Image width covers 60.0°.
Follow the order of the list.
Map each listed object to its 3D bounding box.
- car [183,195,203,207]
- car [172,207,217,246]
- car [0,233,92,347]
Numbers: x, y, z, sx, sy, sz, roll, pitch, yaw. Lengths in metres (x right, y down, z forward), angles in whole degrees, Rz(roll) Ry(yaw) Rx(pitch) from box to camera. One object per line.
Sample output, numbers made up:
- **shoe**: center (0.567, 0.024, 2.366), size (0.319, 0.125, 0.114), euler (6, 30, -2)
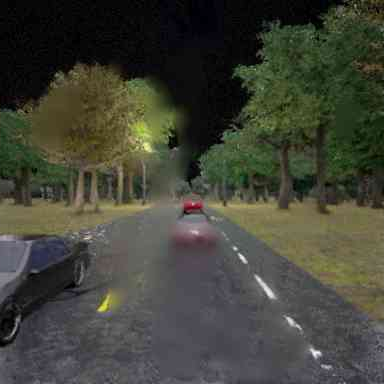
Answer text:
- **car**: center (0.120, 1.409, 38.323), size (2.150, 2.045, 5.566), euler (0, 0, 0)
- **car**: center (0.107, 1.633, 15.571), size (1.994, 1.385, 4.181), euler (0, 0, 0)
- **car**: center (-3.584, 1.577, 6.611), size (2.033, 1.411, 5.357), euler (0, 0, 0)
